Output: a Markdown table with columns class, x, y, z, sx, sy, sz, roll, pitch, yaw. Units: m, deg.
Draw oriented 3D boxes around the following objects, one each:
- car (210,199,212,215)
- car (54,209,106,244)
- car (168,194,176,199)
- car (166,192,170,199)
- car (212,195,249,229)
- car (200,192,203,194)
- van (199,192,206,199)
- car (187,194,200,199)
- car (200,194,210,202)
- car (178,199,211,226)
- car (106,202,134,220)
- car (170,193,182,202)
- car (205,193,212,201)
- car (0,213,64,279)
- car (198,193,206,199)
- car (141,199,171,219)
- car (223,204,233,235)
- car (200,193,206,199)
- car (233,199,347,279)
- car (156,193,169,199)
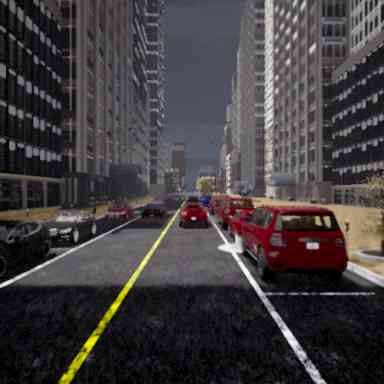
| class | x | y | z | sx | sy | sz | roll | pitch | yaw |
| --- | --- | --- | --- | --- | --- | --- | --- | --- | --- |
| car | 2.700 | 1.469 | 26.437 | 1.947 | 1.339 | 4.313 | 0 | 0 | 0 |
| car | -5.683 | 1.495 | 15.358 | 2.008 | 1.369 | 4.403 | 0 | 0 | 0 |
| car | -5.667 | 1.196 | 92.909 | 1.887 | 1.381 | 4.507 | 0 | 0 | 0 |
| car | -5.669 | 1.030 | 76.290 | 2.192 | 1.841 | 5.009 | 0 | 0 | 0 |
| car | 2.700 | 1.238 | 20.897 | 2.192 | 1.841 | 5.009 | 0 | 0 | 0 |
| car | 2.709 | 1.072 | 65.210 | 2.192 | 1.841 | 5.009 | 0 | 0 | 0 |
| van | 2.713 | 1.014 | 87.367 | 1.690 | 1.788 | 3.998 | 0 | 0 | 0 |
| car | 0.110 | 1.338 | 45.266 | 1.837 | 1.490 | 4.892 | 0 | 0 | 0 |
| car | 2.709 | 1.176 | 70.750 | 1.967 | 1.590 | 4.097 | 0 | 0 | 0 |
| car | 0.101 | 1.442 | 22.610 | 1.812 | 1.442 | 4.674 | 0 | 0 | 0 |
| car | -5.680 | 1.485 | 26.438 | 1.802 | 1.307 | 4.206 | 0 | 0 | 0 |
| car | -2.987 | 1.261 | 68.322 | 1.812 | 1.442 | 4.674 | 0 | 0 | 0 |
| car | 2.703 | 1.197 | 31.975 | 2.192 | 1.841 | 5.009 | 0 | 0 | 0 |
| car | -5.684 | 1.530 | 9.820 | 1.947 | 1.339 | 4.313 | 0 | 0 | 0 |
| car | 2.713 | 1.091 | 92.907 | 1.967 | 1.590 | 4.097 | 0 | 0 | 0 |
| car | -3.092 | 1.498 | 27.815 | 1.895 | 1.301 | 4.718 | 0 | 0 | 0 |
| car | 2.698 | 1.489 | 15.357 | 1.887 | 1.381 | 4.507 | 0 | 0 | 0 |
| car | 2.371 | 1.311 | 44.996 | 1.882 | 1.535 | 5.008 | 0 | 0 | 0 |
| car | 2.698 | 1.279 | 9.817 | 2.192 | 1.841 | 5.009 | 0 | 0 | 0 |
| car | -5.674 | 1.360 | 59.673 | 1.802 | 1.307 | 4.206 | 0 | 0 | 0 |
